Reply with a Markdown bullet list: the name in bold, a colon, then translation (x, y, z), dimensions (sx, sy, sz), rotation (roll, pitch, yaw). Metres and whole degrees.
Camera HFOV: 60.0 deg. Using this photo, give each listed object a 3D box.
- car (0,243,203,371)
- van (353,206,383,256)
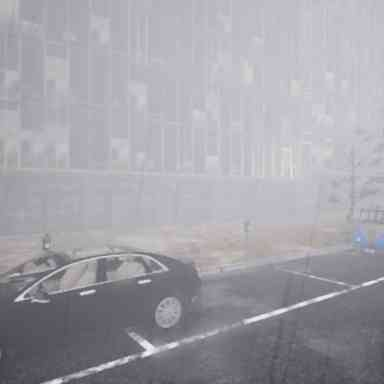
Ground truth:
- **car**: translation (-1.853, 1.560, 5.235), dimensions (4.403, 1.369, 2.008), rotation (0, 0, -36)
- **van**: translation (7.394, 1.370, 11.878), dimensions (3.998, 1.788, 1.690), rotation (0, 0, -36)
